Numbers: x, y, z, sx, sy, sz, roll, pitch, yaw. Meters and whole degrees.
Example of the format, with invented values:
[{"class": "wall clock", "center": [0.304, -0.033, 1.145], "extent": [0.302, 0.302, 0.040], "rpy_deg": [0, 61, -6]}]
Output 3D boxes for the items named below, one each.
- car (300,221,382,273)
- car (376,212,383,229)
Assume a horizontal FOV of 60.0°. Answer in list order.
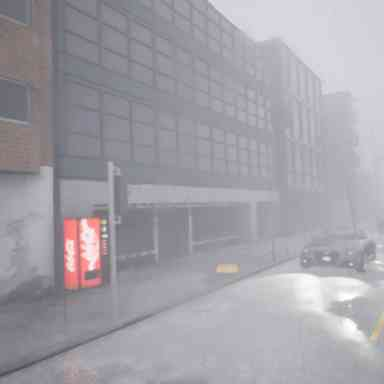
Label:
[{"class": "car", "center": [5.536, 2.006, 12.373], "extent": [1.994, 1.385, 4.181], "rpy_deg": [-4, -4, 37]}, {"class": "car", "center": [15.858, 2.262, 26.184], "extent": [1.837, 1.490, 4.892], "rpy_deg": [-4, -3, 37]}]
